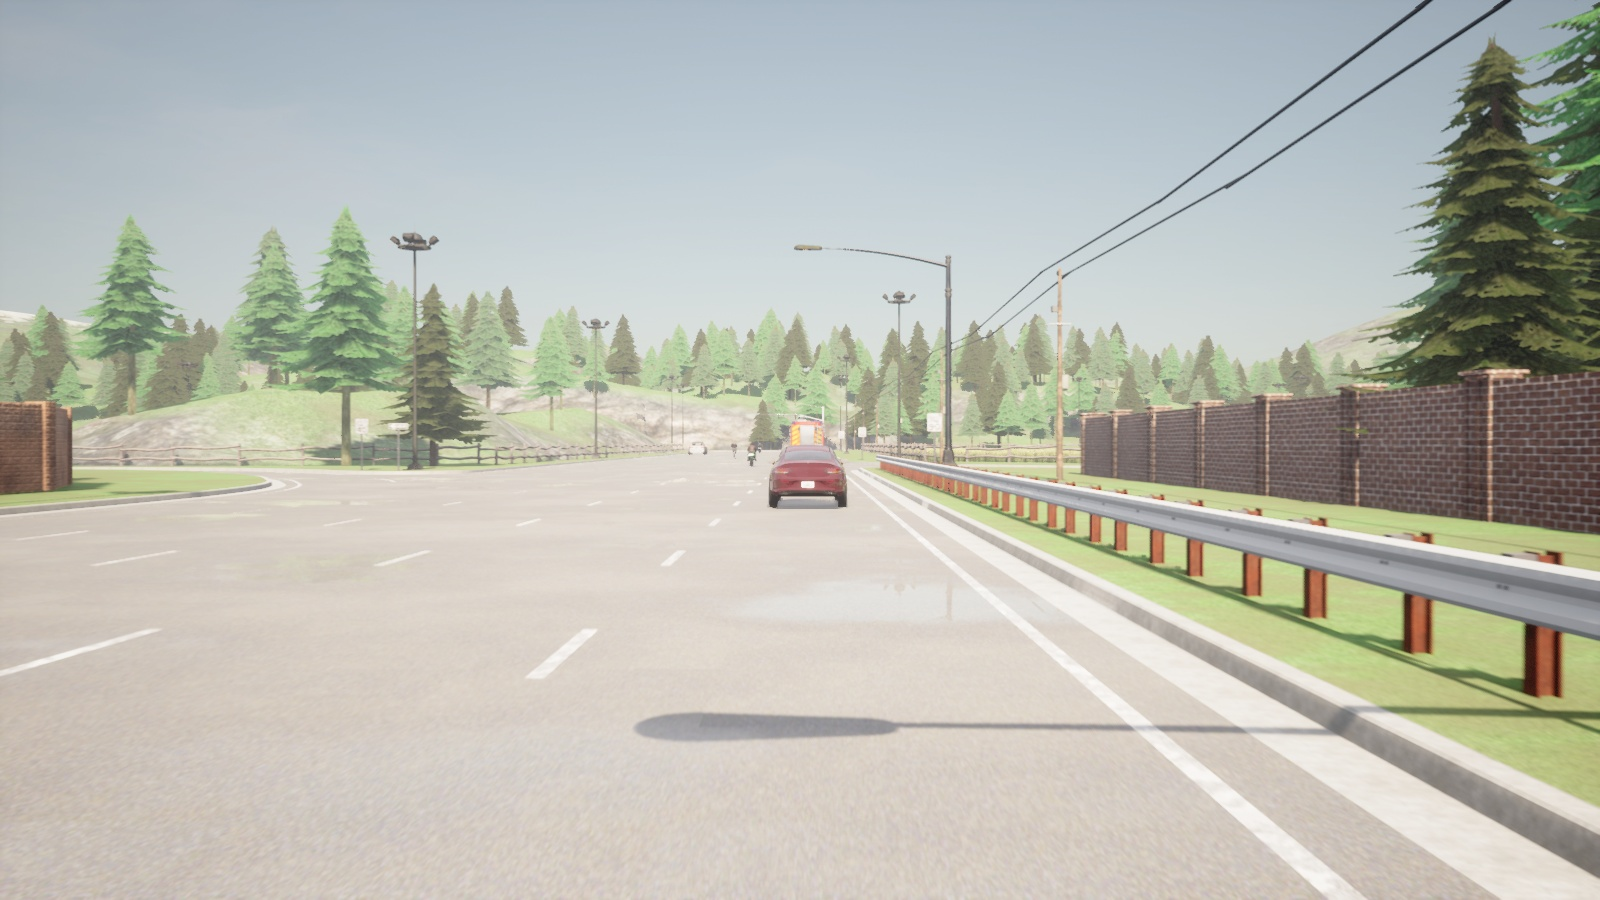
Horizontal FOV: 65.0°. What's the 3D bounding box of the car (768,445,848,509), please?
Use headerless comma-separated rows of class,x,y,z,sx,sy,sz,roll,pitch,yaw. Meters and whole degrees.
car,0.189,0.600,30.589,1.812,1.442,4.674,0,0,0
